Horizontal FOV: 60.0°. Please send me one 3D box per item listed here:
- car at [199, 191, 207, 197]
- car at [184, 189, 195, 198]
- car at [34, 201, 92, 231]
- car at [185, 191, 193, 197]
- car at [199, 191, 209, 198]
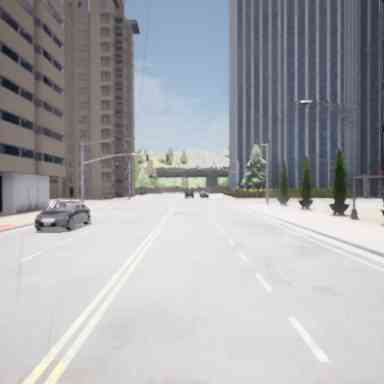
[{"bbox_3d":[2.815,0.472,85.843,1.837,1.490,4.892,0,1,0],"label":"car"},{"bbox_3d":[-0.603,0.380,75.623,2.150,2.045,5.566,0,1,0],"label":"car"},{"bbox_3d":[-7.231,1.305,19.061,2.128,1.511,4.902,0,1,0],"label":"car"},{"bbox_3d":[-0.686,0.569,86.012,1.994,1.385,4.181,0,1,0],"label":"car"},{"bbox_3d":[2.898,0.736,75.651,1.895,1.301,4.718,0,1,0],"label":"car"}]
